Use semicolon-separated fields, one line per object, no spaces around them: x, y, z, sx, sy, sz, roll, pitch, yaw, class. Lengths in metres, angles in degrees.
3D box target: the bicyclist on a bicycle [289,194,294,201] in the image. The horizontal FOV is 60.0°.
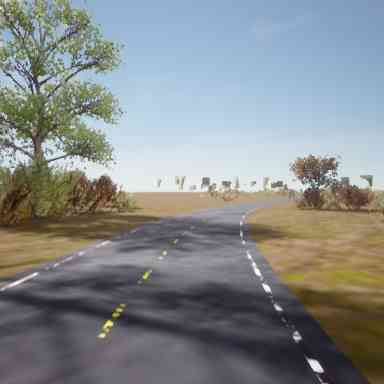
26.369;1.575;89.598;0.582;1.620;1.656;1;0;23;bicyclist on a bicycle
